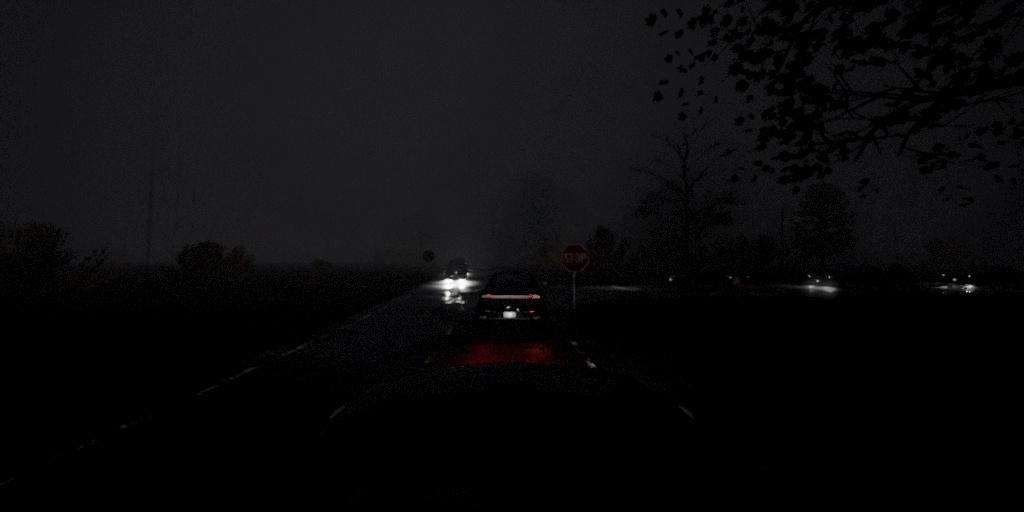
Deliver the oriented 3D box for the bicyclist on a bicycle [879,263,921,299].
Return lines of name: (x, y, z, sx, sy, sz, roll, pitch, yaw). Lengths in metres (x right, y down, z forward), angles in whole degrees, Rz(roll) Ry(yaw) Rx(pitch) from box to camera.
bicyclist on a bicycle: (18.369, 1.178, 17.012, 0.582, 1.620, 1.656, 0, 0, -8)

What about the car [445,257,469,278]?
car: (-4.992, 1.133, 32.592, 2.128, 1.511, 4.902, 0, 0, -7)

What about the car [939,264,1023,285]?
car: (33.717, 1.281, 25.543, 5.357, 1.411, 2.033, 0, 0, -8)

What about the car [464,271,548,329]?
car: (0.087, 1.209, 11.163, 2.128, 1.511, 4.902, 0, 0, 3)

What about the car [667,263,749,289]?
car: (12.258, 1.199, 22.572, 4.902, 1.511, 2.128, 0, 0, -8)

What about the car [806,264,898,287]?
car: (22.792, 1.269, 24.035, 5.357, 1.411, 2.033, 0, 0, -8)
